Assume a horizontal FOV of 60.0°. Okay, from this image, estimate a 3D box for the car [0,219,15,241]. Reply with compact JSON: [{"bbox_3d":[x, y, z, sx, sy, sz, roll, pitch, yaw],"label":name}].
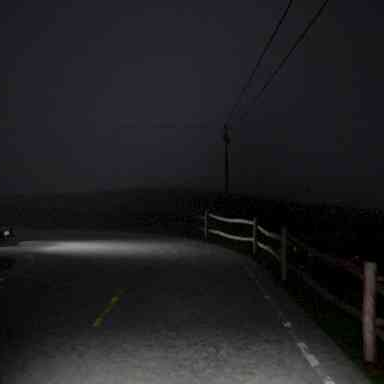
[{"bbox_3d":[-10.111,1.452,14.098,4.902,1.511,2.128,0,0,6],"label":"car"}]
